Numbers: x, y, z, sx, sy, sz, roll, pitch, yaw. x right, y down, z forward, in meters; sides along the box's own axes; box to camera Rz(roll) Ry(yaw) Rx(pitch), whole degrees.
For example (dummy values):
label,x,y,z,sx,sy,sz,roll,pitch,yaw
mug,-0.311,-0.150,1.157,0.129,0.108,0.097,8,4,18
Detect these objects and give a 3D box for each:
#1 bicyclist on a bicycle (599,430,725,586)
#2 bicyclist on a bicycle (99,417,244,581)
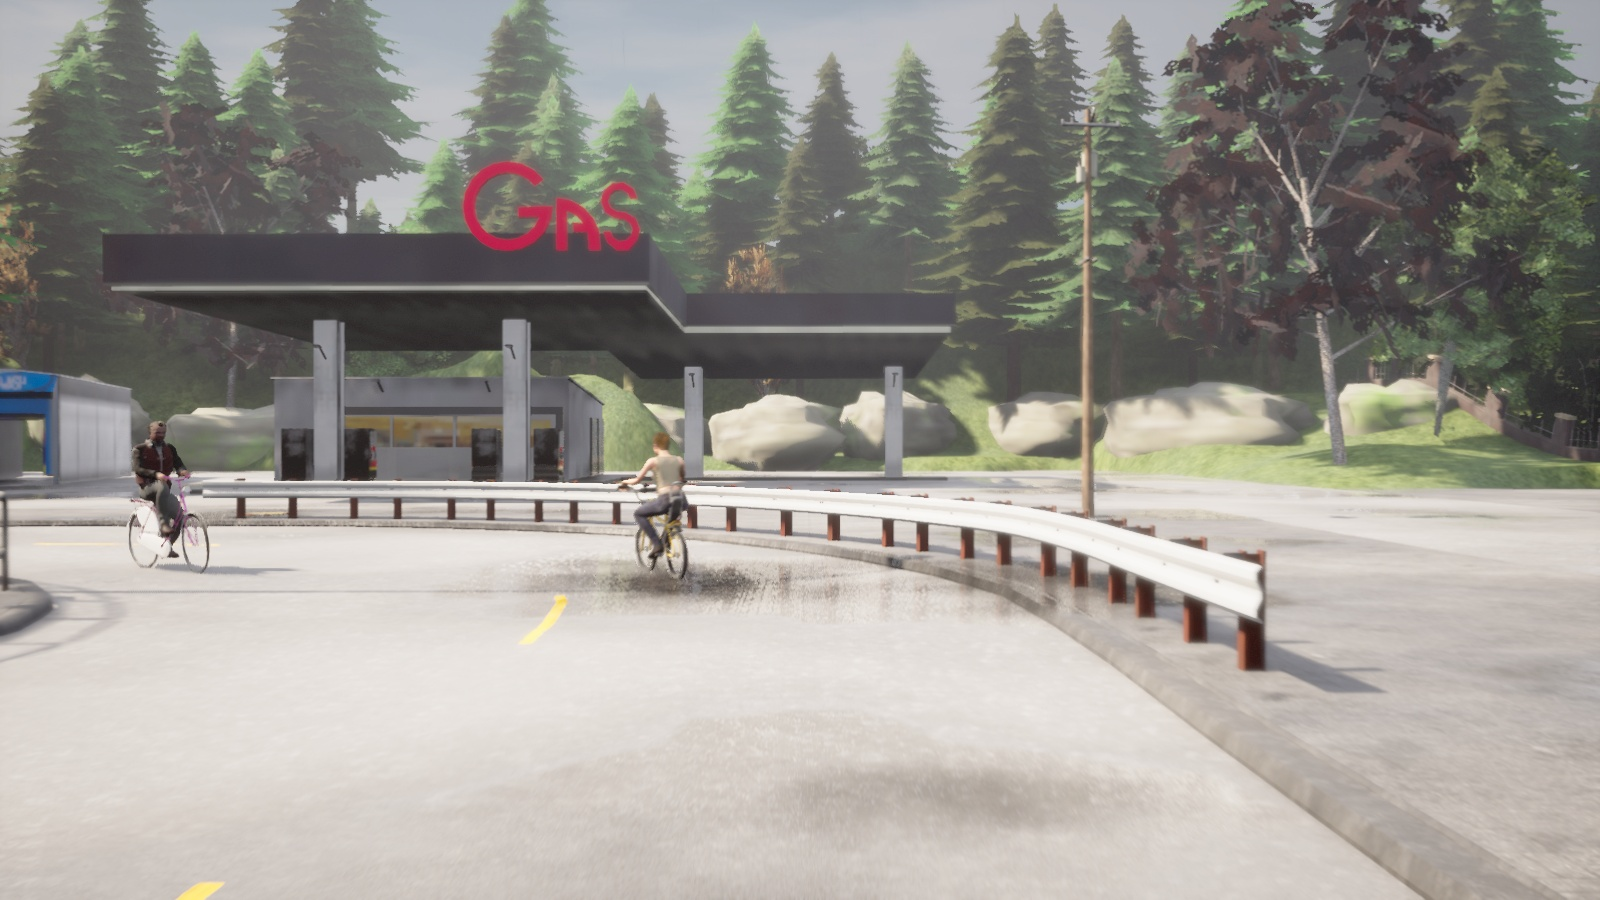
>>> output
label,x,y,z,sx,sy,sz,roll,pitch,yaw
bicyclist on a bicycle,-1.564,0.605,14.048,0.866,1.612,1.509,-2,1,-27
bicyclist on a bicycle,-7.282,0.530,14.524,1.843,1.776,0.659,0,2,36
